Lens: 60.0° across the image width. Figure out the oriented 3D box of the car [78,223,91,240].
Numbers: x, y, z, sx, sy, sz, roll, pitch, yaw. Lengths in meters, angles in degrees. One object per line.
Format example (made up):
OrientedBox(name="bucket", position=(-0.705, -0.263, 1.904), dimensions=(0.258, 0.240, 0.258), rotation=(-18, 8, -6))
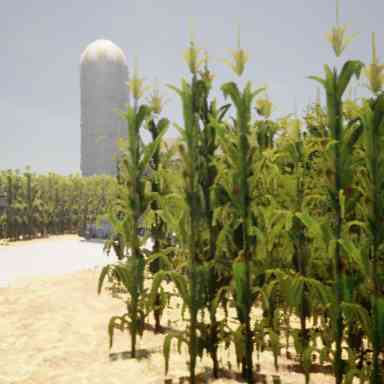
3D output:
OrientedBox(name="car", position=(-4.123, 1.872, 18.358), dimensions=(1.994, 1.385, 4.181), rotation=(-2, -1, 35))
